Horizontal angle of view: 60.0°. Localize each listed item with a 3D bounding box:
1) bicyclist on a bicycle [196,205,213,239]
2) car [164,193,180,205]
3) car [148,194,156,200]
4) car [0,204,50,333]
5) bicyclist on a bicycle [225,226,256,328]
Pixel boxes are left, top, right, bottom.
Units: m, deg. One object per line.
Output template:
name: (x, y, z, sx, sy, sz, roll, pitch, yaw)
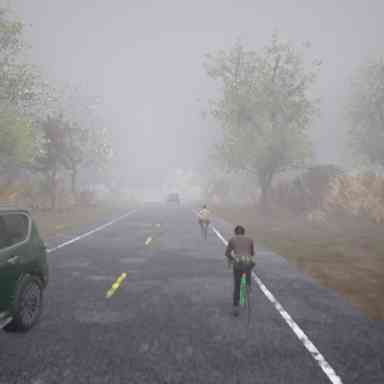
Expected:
bicyclist on a bicycle: (0.610, 1.435, 16.399, 0.866, 1.612, 1.509, 0, 0, -2)
car: (-3.334, 1.140, 58.612, 2.150, 2.045, 5.566, 0, 0, -6)
car: (-10.349, 1.364, 86.103, 2.128, 1.511, 4.902, 0, 0, -7)
car: (-3.646, 1.222, 3.859, 2.150, 2.045, 5.566, 0, 0, -1)
bicyclist on a bicycle: (0.889, 1.453, 6.037, 0.582, 1.620, 1.656, 0, 0, -1)
